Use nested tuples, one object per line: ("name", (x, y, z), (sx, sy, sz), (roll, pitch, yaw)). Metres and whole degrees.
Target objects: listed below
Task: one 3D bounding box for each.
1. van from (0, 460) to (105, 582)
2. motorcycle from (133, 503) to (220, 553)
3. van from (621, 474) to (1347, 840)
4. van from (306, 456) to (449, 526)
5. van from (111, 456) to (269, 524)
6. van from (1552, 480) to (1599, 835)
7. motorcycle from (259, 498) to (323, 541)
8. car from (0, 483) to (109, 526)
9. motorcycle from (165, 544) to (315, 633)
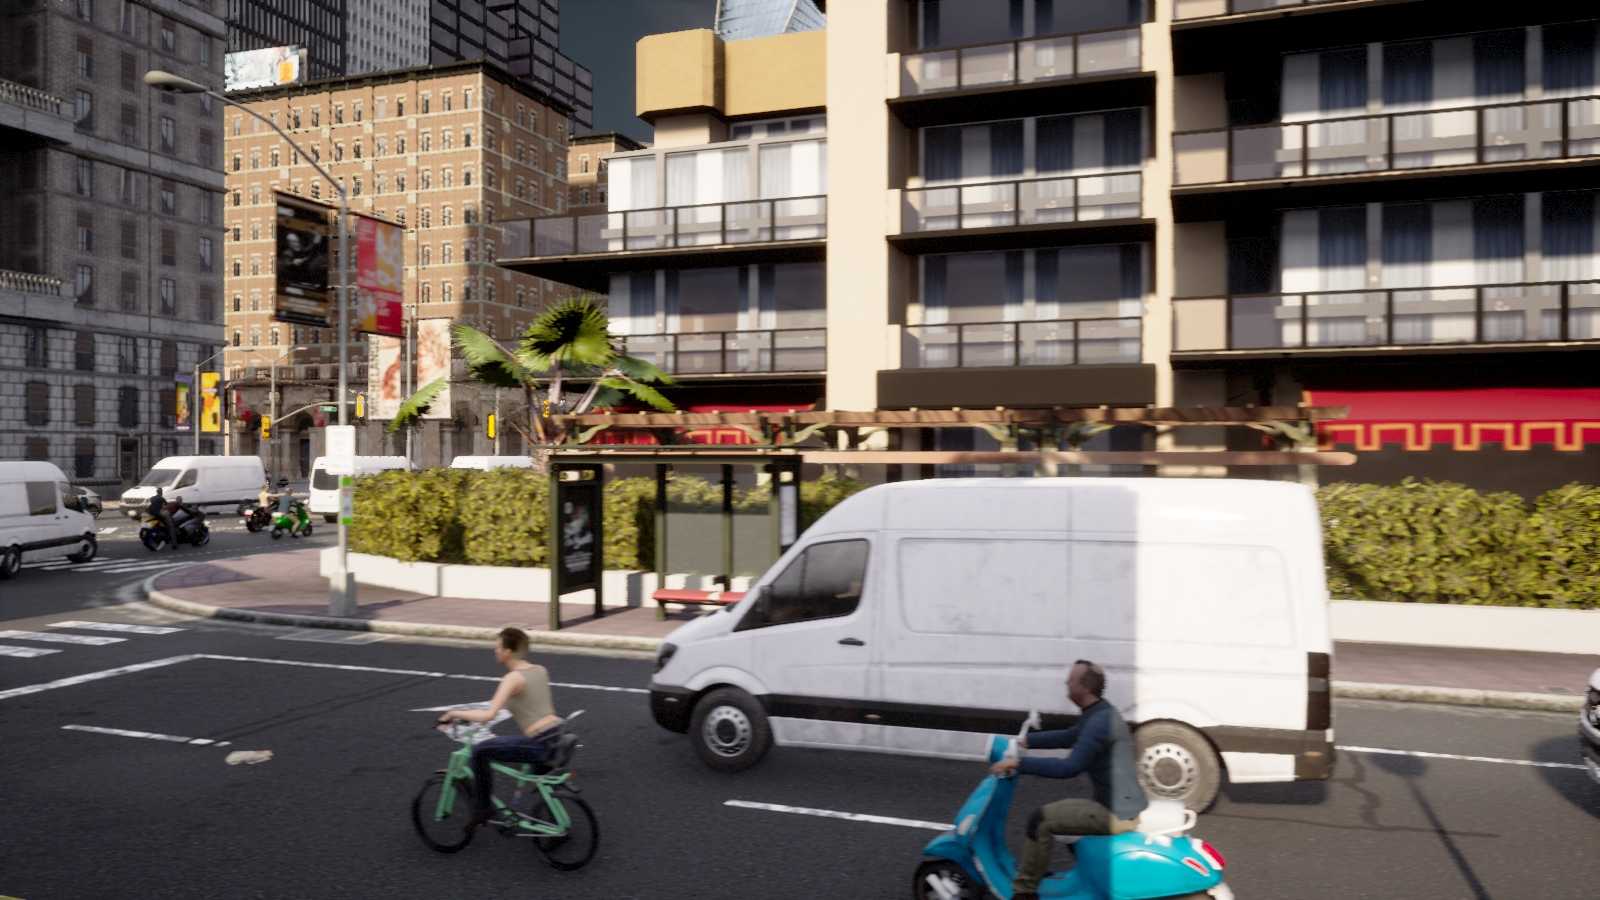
("van", (-18.440, 1.534, 26.484), (1.988, 2.561, 5.915), (0, 0, -10))
("motorcycle", (-17.744, 2.205, 32.585), (0.867, 1.251, 2.209), (0, 0, 17))
("van", (1.510, 1.534, 10.192), (5.915, 2.561, 1.988), (0, 0, 20))
("van", (-16.656, 1.534, 45.432), (1.988, 2.561, 5.915), (0, 0, 20))
("van", (-24.745, 1.534, 46.688), (1.988, 2.561, 5.915), (0, 0, 19))
("van", (8.710, 1.534, 7.578), (5.915, 2.561, 1.988), (0, 0, 20))
("motorcycle", (-16.142, 2.182, 36.264), (0.856, 1.236, 1.805), (0, 0, 19))
("car", (-29.297, 2.066, 44.182), (1.816, 1.474, 4.193), (0, 0, 20))
("motorcycle", (-9.089, 2.215, 18.613), (0.803, 1.145, 2.033), (0, 1, 37))
